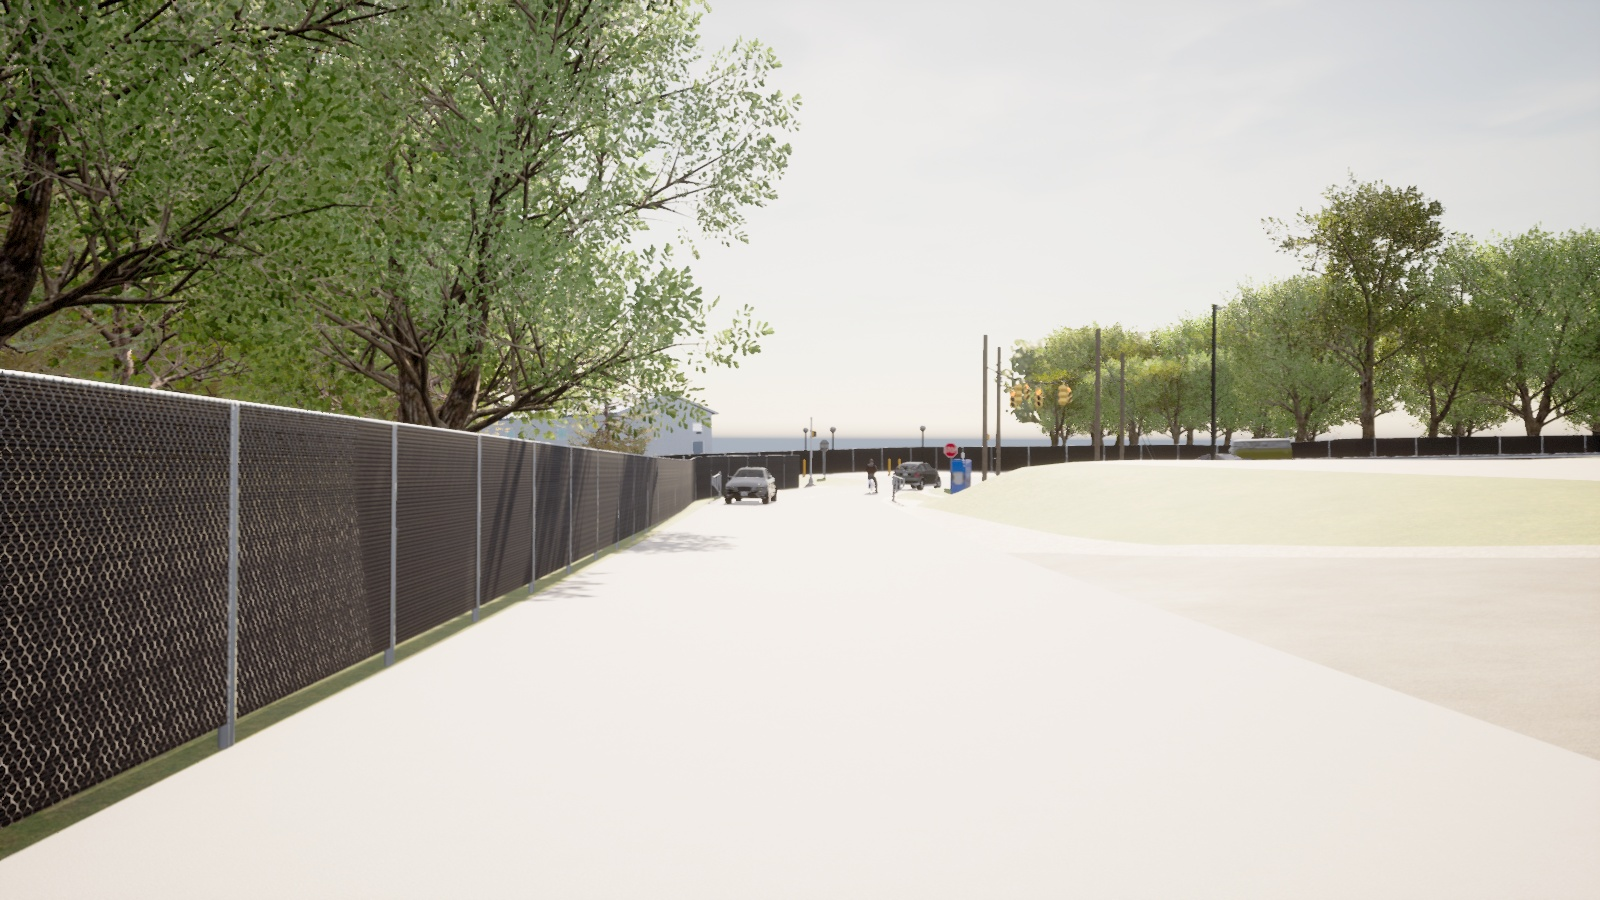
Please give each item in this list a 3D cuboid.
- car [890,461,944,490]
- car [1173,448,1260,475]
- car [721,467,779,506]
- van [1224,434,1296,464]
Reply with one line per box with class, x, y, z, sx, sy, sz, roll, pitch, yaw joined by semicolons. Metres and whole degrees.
car;6.620;1.410;70.840;1.789;1.549;3.705;0;0;28
car;25.594;0.726;77.379;2.033;1.411;5.357;-1;-2;-23
car;-2.000;1.470;51.629;1.816;1.474;4.193;0;0;6
van;33.180;-0.086;90.662;4.442;1.987;1.775;-2;0;-2
